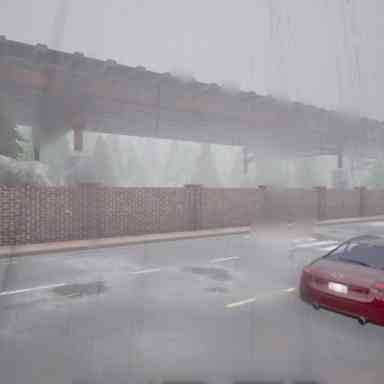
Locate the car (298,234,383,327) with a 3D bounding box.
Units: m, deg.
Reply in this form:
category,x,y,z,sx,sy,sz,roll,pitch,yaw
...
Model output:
category,x,y,z,sx,sy,sz,roll,pitch,yaw
car,4.070,1.563,6.703,4.181,1.385,1.994,0,0,-35
